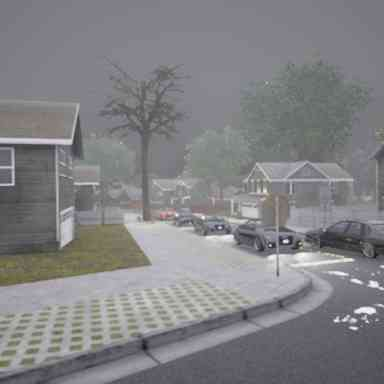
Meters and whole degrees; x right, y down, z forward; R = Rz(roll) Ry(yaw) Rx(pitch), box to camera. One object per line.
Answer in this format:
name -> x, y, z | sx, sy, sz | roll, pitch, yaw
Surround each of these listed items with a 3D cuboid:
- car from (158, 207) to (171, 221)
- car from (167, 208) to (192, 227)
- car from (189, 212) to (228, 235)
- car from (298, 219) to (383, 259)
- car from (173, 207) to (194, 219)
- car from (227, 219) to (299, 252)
car -> -3.288, 2.808, 44.032 | 2.097, 1.767, 4.553 | -1, -1, -14
car -> -0.798, 2.669, 33.854 | 2.033, 1.411, 5.357 | -1, -2, -13
car -> 1.449, 2.357, 24.758 | 1.994, 1.385, 4.181 | -1, -2, -13
car -> 7.078, 1.868, 14.077 | 2.033, 1.411, 5.357 | -1, -2, -17
car -> -1.265, 2.993, 47.984 | 1.882, 1.535, 5.008 | -1, -2, -14
car -> 3.570, 2.040, 16.375 | 1.994, 1.385, 4.181 | -1, -2, -14
